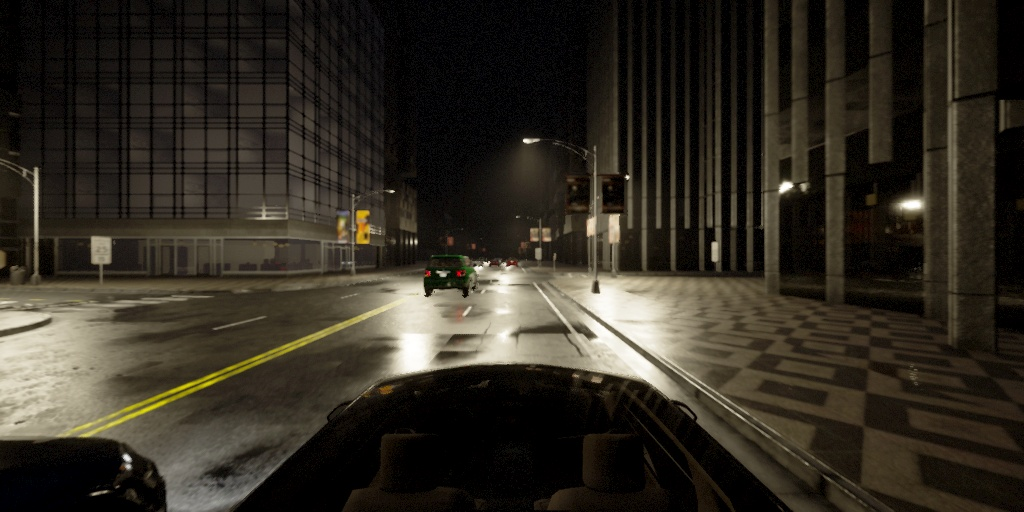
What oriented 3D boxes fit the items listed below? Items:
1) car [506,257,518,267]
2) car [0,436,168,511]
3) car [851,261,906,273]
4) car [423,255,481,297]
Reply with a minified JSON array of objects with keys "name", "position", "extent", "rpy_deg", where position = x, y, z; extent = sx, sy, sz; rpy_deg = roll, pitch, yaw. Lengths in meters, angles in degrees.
[{"name":"car","position":[0.021,1.045,62.972],"extent":[2.097,1.767,4.553],"rpy_deg":[0,0,0]},{"name":"car","position":[-3.149,1.314,0.484],"extent":[1.994,1.385,4.181],"rpy_deg":[0,0,0]},{"name":"car","position":[36.089,1.225,35.755],"extent":[5.008,1.535,1.882],"rpy_deg":[0,0,0]},{"name":"car","position":[-3.145,0.974,19.077],"extent":[2.150,2.045,5.566],"rpy_deg":[0,0,0]}]
